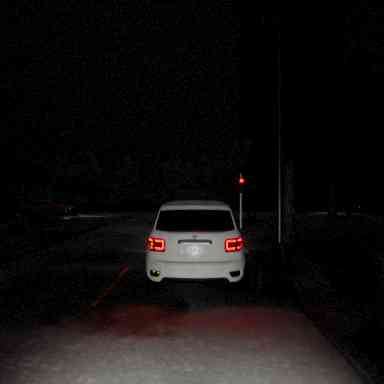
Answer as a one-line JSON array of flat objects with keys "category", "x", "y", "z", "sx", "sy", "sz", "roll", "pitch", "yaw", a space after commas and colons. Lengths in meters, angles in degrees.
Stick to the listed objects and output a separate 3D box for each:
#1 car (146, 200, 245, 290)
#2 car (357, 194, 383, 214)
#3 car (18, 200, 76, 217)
[{"category": "car", "x": 0.103, "y": 1.221, "z": 9.207, "sx": 2.150, "sy": 2.045, "sz": 5.566, "roll": 0, "pitch": 0, "yaw": 1}, {"category": "car", "x": 20.224, "y": 1.221, "z": 34.627, "sx": 5.566, "sy": 2.045, "sz": 2.150, "roll": 0, "pitch": 0, "yaw": 0}, {"category": "car", "x": -13.347, "y": 1.478, "z": 30.747, "sx": 5.008, "sy": 1.535, "sz": 1.882, "roll": 0, "pitch": 0, "yaw": 1}]
